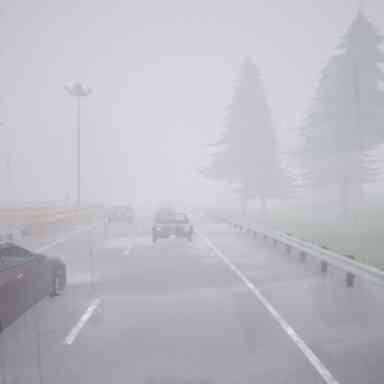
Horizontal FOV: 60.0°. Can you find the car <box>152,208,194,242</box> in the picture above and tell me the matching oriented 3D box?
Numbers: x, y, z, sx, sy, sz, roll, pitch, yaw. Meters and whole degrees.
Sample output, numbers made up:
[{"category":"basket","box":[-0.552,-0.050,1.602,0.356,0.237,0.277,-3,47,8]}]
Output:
[{"category":"car","box":[-1.045,1.687,16.849,1.895,1.301,4.718,0,0,-5]}]

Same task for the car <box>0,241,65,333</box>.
[{"category":"car","box":[-3.711,1.563,5.699,1.812,1.442,4.674,0,0,-3]}]

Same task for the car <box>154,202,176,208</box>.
[{"category":"car","box":[-2.469,1.681,30.690,1.812,1.442,4.674,0,0,-7]}]

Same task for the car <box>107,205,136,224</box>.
[{"category":"car","box":[-5.459,1.689,26.112,2.033,1.411,5.357,0,0,-6]}]
